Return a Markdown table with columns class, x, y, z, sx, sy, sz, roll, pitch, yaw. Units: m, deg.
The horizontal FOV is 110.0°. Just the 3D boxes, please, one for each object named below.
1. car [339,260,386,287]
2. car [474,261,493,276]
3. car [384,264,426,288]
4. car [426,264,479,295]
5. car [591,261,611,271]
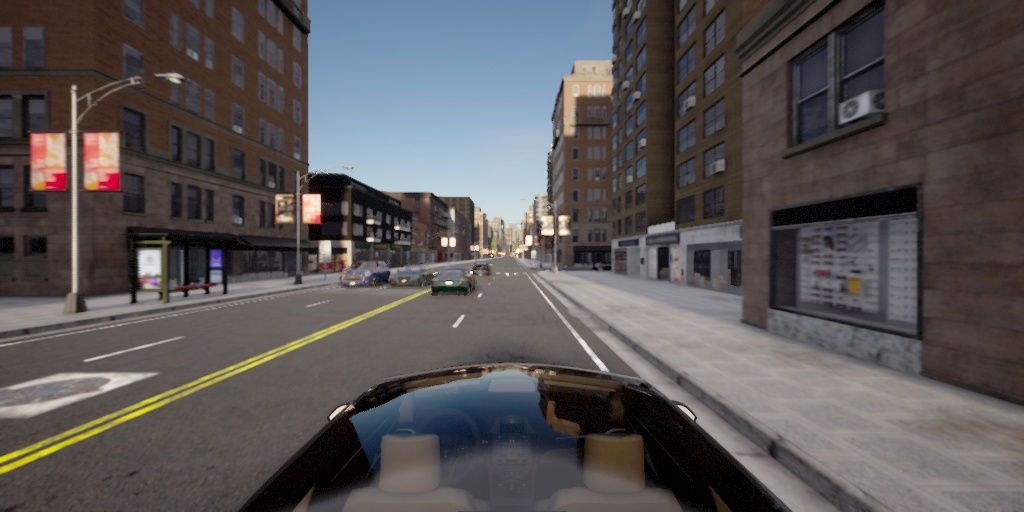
| class | x | y | z | sx | sy | sz | roll | pitch | yaw |
| --- | --- | --- | --- | --- | --- | --- | --- | --- | --- |
| car | -9.837 | 1.104 | 24.371 | 2.097 | 1.767 | 4.553 | 0 | 0 | 0 |
| car | -3.164 | 1.258 | 37.960 | 1.837 | 1.490 | 4.892 | 0 | 0 | 0 |
| car | -6.589 | 1.316 | 23.856 | 1.994 | 1.385 | 4.181 | 0 | 0 | 0 |
| car | -3.156 | 1.314 | 19.917 | 1.994 | 1.385 | 4.181 | 0 | 0 | 0 |
| car | 12.380 | 1.335 | 46.123 | 4.313 | 1.339 | 1.948 | 0 | 0 | 0 |
